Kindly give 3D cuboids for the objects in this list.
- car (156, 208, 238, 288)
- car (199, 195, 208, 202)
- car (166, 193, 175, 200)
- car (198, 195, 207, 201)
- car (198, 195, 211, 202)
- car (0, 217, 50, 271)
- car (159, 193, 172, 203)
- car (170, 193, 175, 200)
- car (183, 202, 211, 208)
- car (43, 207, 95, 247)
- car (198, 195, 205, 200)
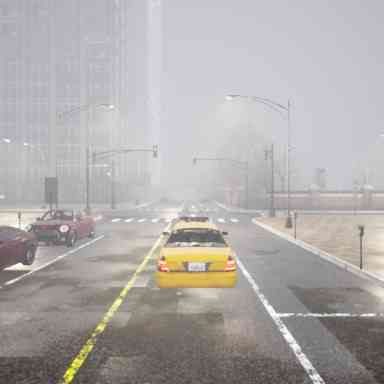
[{"bbox_3d":[0.090,1.454,9.150,1.801,1.575,5.366,0,0,0],"label":"car"},{"bbox_3d":[2.622,1.454,74.788,1.887,1.381,4.507,0,0,0],"label":"car"},{"bbox_3d":[-5.917,1.181,91.407,2.192,1.841,5.009,0,0,0],"label":"car"},{"bbox_3d":[2.617,1.448,80.349,2.008,1.369,4.403,0,0,0],"label":"car"},{"bbox_3d":[2.693,1.492,63.674,1.947,1.339,4.313,0,0,0],"label":"car"},{"bbox_3d":[-5.699,1.579,8.949,1.802,1.307,4.206,0,0,0],"label":"car"},{"bbox_3d":[-5.899,1.485,69.165,1.947,1.339,4.313,0,0,0],"label":"car"},{"bbox_3d":[-5.913,1.324,85.848,1.967,1.590,4.097,0,0,0],"label":"car"},{"bbox_3d":[0.098,1.535,19.413,2.033,1.411,5.357,0,0,0],"label":"car"},{"bbox_3d":[-5.704,1.433,14.642,1.967,1.590,4.097,0,0,0],"label":"car"},{"bbox_3d":[2.607,1.411,91.470,1.887,1.381,4.507,0,0,0],"label":"car"}]
